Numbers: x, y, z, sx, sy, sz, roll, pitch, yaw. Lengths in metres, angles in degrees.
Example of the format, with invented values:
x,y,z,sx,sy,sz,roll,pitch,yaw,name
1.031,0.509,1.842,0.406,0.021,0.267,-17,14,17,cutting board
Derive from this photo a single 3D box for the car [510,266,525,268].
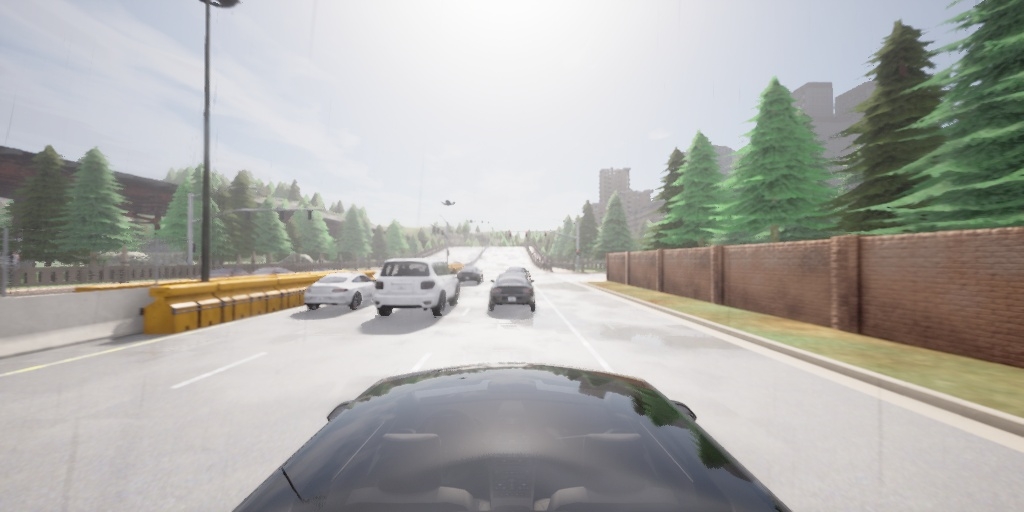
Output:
x,y,z,sx,sy,sz,roll,pitch,yaw,name
0.476,1.598,30.313,1.812,1.442,4.674,0,0,12,car

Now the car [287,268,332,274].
x,y,z,sx,sy,sz,roll,pitch,yaw,name
-14.019,1.593,26.307,1.994,1.385,4.181,0,-1,0,car

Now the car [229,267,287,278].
x,y,z,sx,sy,sz,roll,pitch,yaw,name
-17.521,1.549,25.881,1.812,1.442,4.674,0,-1,0,car

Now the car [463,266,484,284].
x,y,z,sx,sy,sz,roll,pitch,yaw,name
-3.474,1.599,30.379,1.812,1.442,4.674,0,0,1,car

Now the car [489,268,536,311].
x,y,z,sx,sy,sz,roll,pitch,yaw,name
0.022,1.430,15.374,1.812,1.442,4.674,0,0,0,car

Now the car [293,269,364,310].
x,y,z,sx,sy,sz,roll,pitch,yaw,name
-6.979,1.430,15.382,1.812,1.442,4.674,0,0,0,car

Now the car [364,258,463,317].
x,y,z,sx,sy,sz,roll,pitch,yaw,name
-3.490,1.115,14.053,2.150,2.045,5.566,0,0,0,car

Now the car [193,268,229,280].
x,y,z,sx,sy,sz,roll,pitch,yaw,name
-21.018,1.594,26.352,1.994,1.385,4.181,0,-1,0,car
